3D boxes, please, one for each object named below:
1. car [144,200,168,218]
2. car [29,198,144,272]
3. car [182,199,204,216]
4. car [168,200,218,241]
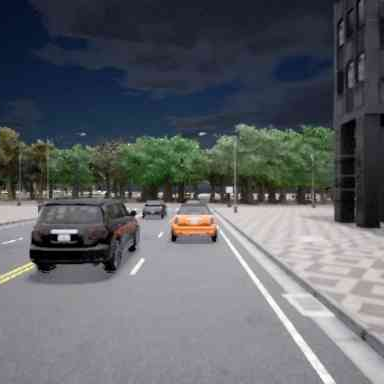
[{"bbox_3d":[-3.158,1.423,29.039,2.128,1.511,4.902,0,0,0],"label":"car"},{"bbox_3d":[-3.155,1.208,10.895,2.150,2.045,5.566,0,0,0],"label":"car"},{"bbox_3d":[0.090,1.466,32.848,2.033,1.411,5.357,0,0,0],"label":"car"},{"bbox_3d":[0.096,1.323,16.733,2.097,1.767,4.553,0,0,0],"label":"car"}]
